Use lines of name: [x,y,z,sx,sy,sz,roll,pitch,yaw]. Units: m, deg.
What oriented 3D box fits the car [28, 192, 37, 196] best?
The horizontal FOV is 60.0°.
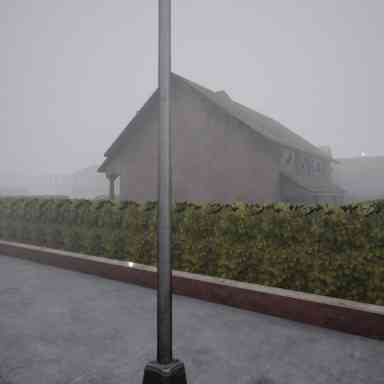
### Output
car: [-33.519,0.973,70.191,3.866,1.878,1.905,0,0,36]
